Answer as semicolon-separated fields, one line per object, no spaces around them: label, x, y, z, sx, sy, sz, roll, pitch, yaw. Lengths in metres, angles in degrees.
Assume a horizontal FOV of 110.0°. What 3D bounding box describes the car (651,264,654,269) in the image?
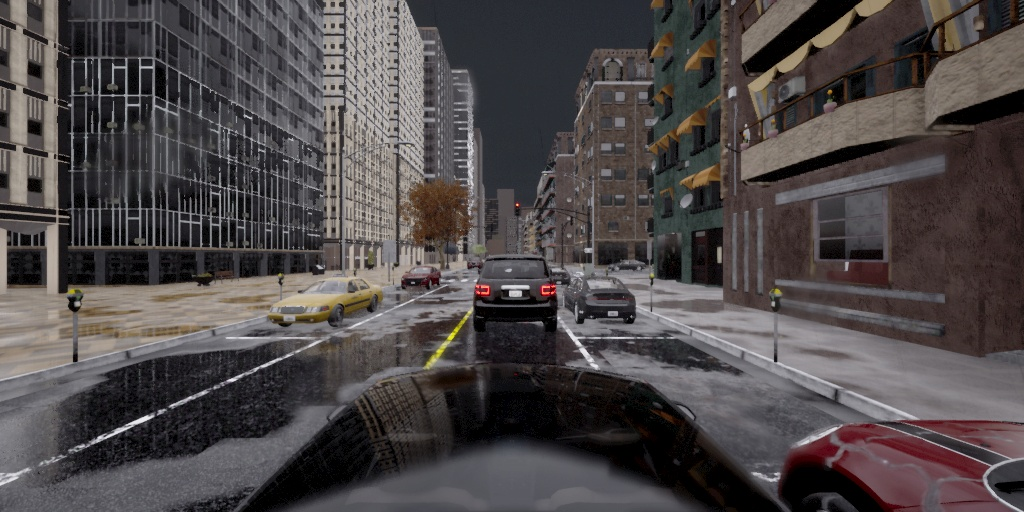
car;18.849;1.006;42.269;4.829;1.417;1.751;0;0;-1

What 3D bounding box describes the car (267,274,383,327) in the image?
car;-5.687;1.276;11.574;1.751;1.417;4.829;0;0;0

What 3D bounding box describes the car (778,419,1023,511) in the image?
car;2.687;1.190;0.675;1.967;1.591;4.097;0;0;0

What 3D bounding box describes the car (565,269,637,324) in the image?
car;2.693;1.301;11.740;2.007;1.370;4.403;0;0;0

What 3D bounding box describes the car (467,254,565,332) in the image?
car;0.094;0.972;11.018;2.150;2.045;5.566;0;0;0

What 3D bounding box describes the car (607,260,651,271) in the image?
car;13.452;1.109;42.217;4.403;1.370;2.007;0;0;-1

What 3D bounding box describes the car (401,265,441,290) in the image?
car;-5.683;1.300;22.810;1.888;1.381;4.507;0;0;0
